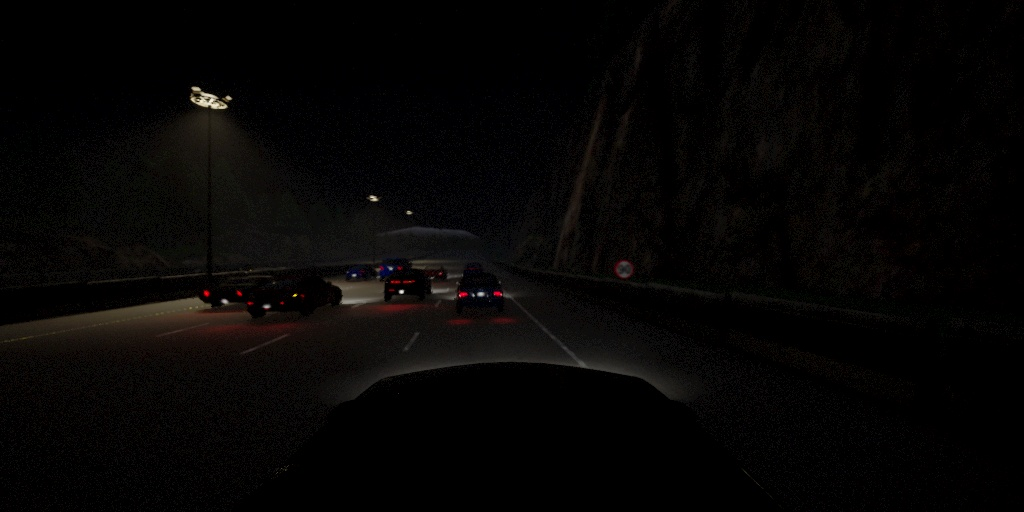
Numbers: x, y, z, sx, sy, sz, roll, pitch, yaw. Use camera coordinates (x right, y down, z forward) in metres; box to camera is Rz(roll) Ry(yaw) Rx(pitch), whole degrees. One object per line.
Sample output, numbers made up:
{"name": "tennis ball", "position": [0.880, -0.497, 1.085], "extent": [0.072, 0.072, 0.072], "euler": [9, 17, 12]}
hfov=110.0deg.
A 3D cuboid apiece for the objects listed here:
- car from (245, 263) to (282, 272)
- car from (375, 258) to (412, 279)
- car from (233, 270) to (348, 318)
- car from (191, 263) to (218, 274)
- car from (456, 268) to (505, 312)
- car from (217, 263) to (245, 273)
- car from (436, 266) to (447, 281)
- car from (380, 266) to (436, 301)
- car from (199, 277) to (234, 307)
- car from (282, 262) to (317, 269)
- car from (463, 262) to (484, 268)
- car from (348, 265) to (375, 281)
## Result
{"name": "car", "position": [-29.562, 1.696, 43.417], "extent": [1.895, 1.301, 4.718], "euler": [-1, 0, -7]}
{"name": "car", "position": [-10.522, 1.187, 32.908], "extent": [2.150, 2.045, 5.566], "euler": [-1, 0, -7]}
{"name": "car", "position": [-8.301, 1.458, 14.040], "extent": [1.812, 1.442, 4.674], "euler": [-1, 0, -6]}
{"name": "car", "position": [-36.650, 1.653, 43.822], "extent": [2.128, 1.511, 4.902], "euler": [-1, 0, -7]}
{"name": "car", "position": [-1.373, 1.409, 15.086], "extent": [2.033, 1.411, 5.357], "euler": [-1, 0, -6]}
{"name": "car", "position": [-33.151, 1.631, 43.999], "extent": [1.837, 1.490, 4.892], "euler": [-1, 0, -7]}
{"name": "car", "position": [-6.969, 1.531, 32.665], "extent": [1.895, 1.301, 4.718], "euler": [-1, 0, -7]}
{"name": "car", "position": [-5.311, 1.417, 18.710], "extent": [1.837, 1.490, 4.892], "euler": [-1, -1, -7]}
{"name": "car", "position": [-12.164, 1.586, 17.056], "extent": [1.895, 1.301, 4.718], "euler": [-1, 0, -7]}
{"name": "car", "position": [-26.242, 1.542, 45.138], "extent": [2.128, 1.511, 4.902], "euler": [-1, 0, -7]}
{"name": "car", "position": [-3.750, 1.367, 35.278], "extent": [1.882, 1.535, 5.008], "euler": [-1, 0, -7]}
{"name": "car", "position": [-14.147, 1.525, 33.792], "extent": [1.812, 1.442, 4.674], "euler": [-1, 0, -7]}
